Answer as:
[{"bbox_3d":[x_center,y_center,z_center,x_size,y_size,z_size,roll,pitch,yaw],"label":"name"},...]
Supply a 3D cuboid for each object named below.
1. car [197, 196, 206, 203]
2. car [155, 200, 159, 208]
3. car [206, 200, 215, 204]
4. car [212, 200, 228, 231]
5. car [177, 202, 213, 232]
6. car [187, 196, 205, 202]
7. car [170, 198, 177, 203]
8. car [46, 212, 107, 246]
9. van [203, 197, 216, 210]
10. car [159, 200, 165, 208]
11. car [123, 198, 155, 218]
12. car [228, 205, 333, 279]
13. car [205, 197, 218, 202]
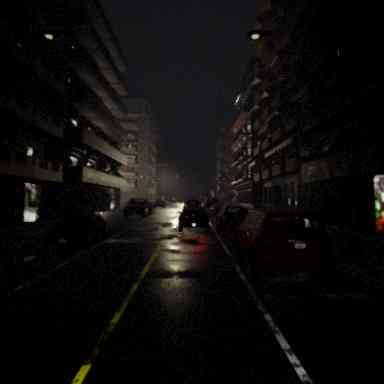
[{"bbox_3d":[2.616,2.023,92.681,2.192,1.841,5.009,1,-1,0],"label":"car"},{"bbox_3d":[-5.285,1.790,37.964,1.887,1.381,4.507,1,0,0],"label":"car"},{"bbox_3d":[2.559,1.785,32.375,1.802,1.307,4.206,1,0,0],"label":"car"},{"bbox_3d":[2.559,1.567,21.313,1.967,1.590,4.097,1,0,0],"label":"car"},{"bbox_3d":[0.109,1.631,21.295,1.837,1.490,4.892,0,-1,0],"label":"car"},{"bbox_3d":[0.114,1.606,39.104,2.097,1.767,4.553,0,0,0],"label":"car"},{"bbox_3d":[-5.269,2.274,92.635,1.947,1.339,4.313,1,0,0],"label":"car"},{"bbox_3d":[-5.292,1.658,15.843,1.947,1.339,4.313,1,0,0],"label":"car"},{"bbox_3d":[2.569,1.674,48.970,1.690,1.788,3.998,1,0,0],"label":"van"},{"bbox_3d":[-5.281,1.963,54.557,1.802,1.307,4.206,1,0,0],"label":"car"},{"bbox_3d":[-5.281,1.519,32.434,2.192,1.841,5.009,1,0,0],"label":"car"},{"bbox_3d":[2.559,1.373,10.251,2.192,1.841,5.009,1,0,0],"label":"car"},{"bbox_3d":[2.568,1.603,43.439,2.192,1.841,5.009,1,0,0],"label":"car"}]
